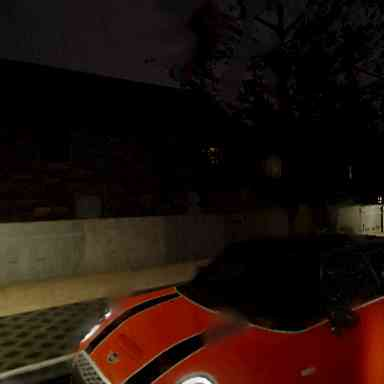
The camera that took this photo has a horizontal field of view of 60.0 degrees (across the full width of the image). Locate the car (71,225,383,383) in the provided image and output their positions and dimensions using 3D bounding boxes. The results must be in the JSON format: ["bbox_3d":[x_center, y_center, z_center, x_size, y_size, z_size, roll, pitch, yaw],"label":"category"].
[{"bbox_3d":[1.045,1.353,3.818,4.553,1.767,2.097,0,0,-36],"label":"car"}]
